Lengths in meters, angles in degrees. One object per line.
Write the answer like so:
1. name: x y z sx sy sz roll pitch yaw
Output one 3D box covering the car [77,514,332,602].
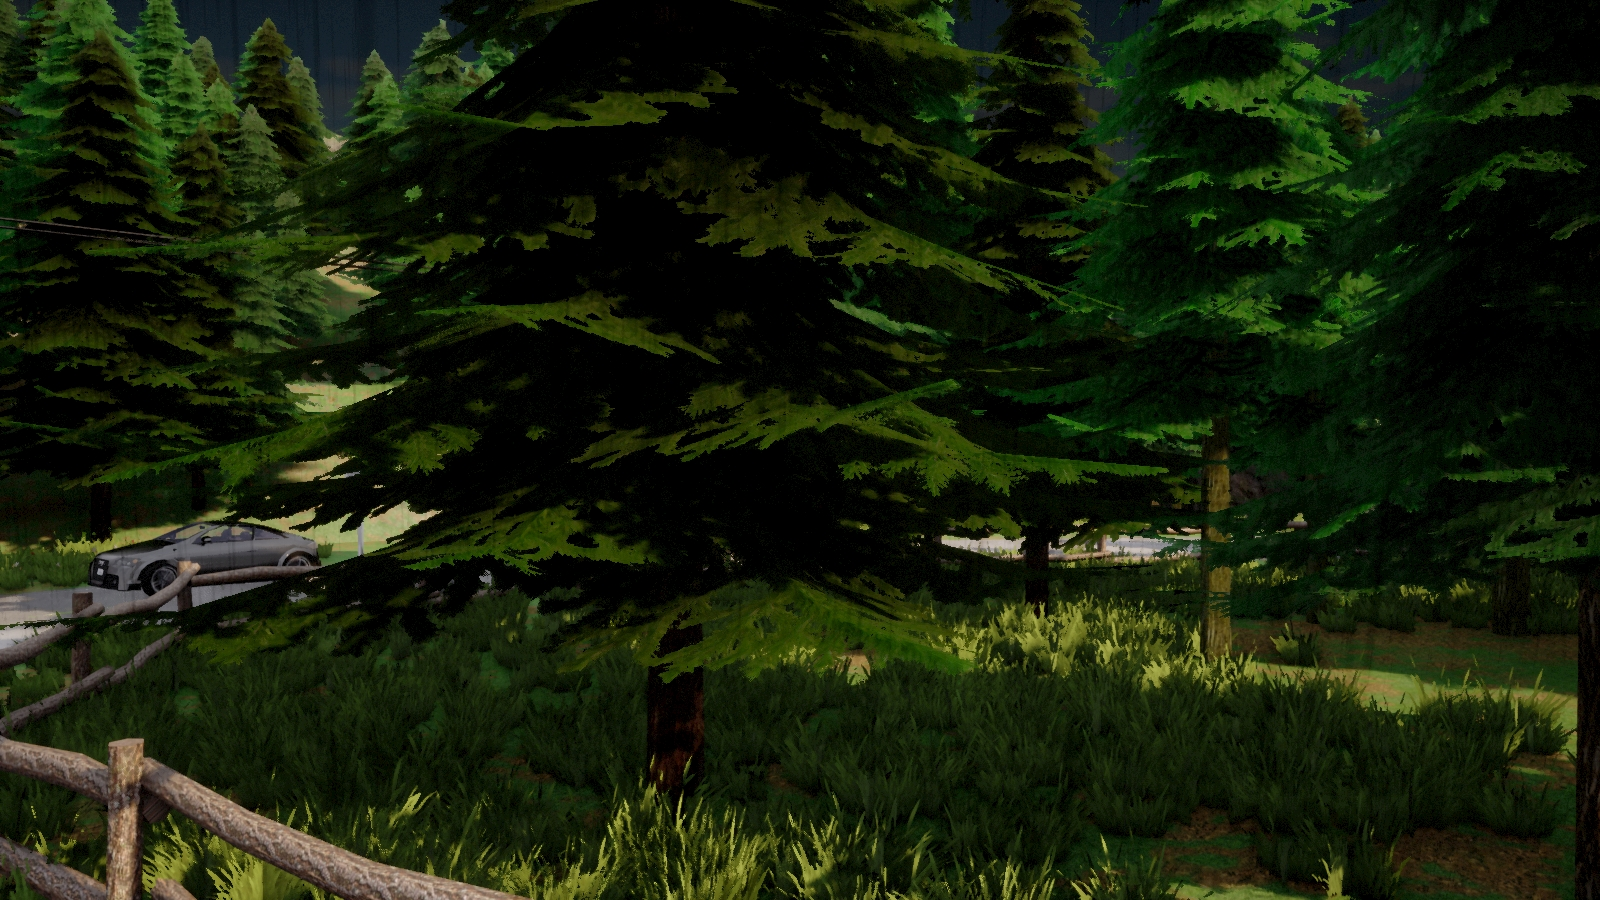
1. car: -12.055 2.119 23.321 1.994 1.385 4.181 0 0 41
